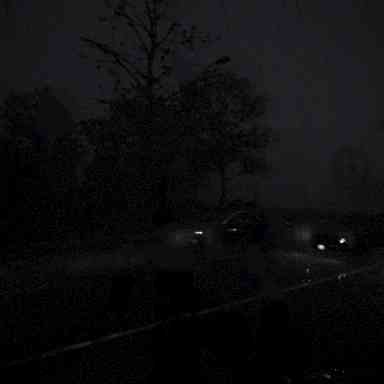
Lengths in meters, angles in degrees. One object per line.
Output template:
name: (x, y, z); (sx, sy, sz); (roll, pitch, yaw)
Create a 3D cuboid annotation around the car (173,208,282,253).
car: (1.549, 1.431, 13.580); (4.902, 1.511, 2.128); (0, 0, -35)

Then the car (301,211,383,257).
car: (6.580, 1.465, 12.804); (5.357, 1.411, 2.033); (0, 0, -34)
